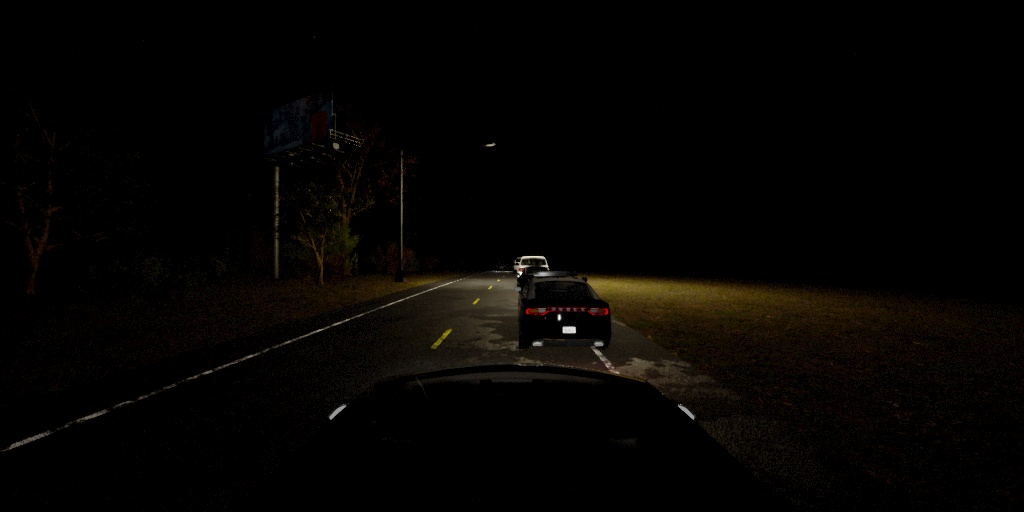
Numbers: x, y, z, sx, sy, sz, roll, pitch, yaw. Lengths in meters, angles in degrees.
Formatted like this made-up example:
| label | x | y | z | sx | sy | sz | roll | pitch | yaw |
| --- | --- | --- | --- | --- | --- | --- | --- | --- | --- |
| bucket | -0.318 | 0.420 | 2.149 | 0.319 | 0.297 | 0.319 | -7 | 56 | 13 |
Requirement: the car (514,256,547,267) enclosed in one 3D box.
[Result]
| label | x | y | z | sx | sy | sz | roll | pitch | yaw |
| --- | --- | --- | --- | --- | --- | --- | --- | --- | --- |
| car | 1.446 | 1.044 | 25.151 | 2.150 | 2.045 | 5.566 | 0 | 0 | 2 |

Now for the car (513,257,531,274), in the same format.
| label | x | y | z | sx | sy | sz | roll | pitch | yaw |
| --- | --- | --- | --- | --- | --- | --- | --- | --- | --- |
| car | 1.394 | 1.203 | 46.496 | 2.150 | 2.045 | 5.566 | 0 | 0 | 4 |

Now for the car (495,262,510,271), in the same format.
| label | x | y | z | sx | sy | sz | roll | pitch | yaw |
| --- | --- | --- | --- | --- | --- | --- | --- | --- | --- |
| car | -1.471 | 1.595 | 56.437 | 1.812 | 1.442 | 4.674 | 0 | -1 | 4 |

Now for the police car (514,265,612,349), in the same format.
| label | x | y | z | sx | sy | sz | roll | pitch | yaw |
| --- | --- | --- | --- | --- | --- | --- | --- | --- | --- |
| police car | 1.100 | 1.184 | 9.286 | 1.930 | 1.638 | 5.238 | 0 | 0 | 1 |

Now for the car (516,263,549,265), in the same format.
| label | x | y | z | sx | sy | sz | roll | pitch | yaw |
| --- | --- | --- | --- | --- | --- | --- | --- | --- | --- |
| car | 1.277 | 1.296 | 19.142 | 1.837 | 1.490 | 4.892 | 0 | 0 | 1 |
